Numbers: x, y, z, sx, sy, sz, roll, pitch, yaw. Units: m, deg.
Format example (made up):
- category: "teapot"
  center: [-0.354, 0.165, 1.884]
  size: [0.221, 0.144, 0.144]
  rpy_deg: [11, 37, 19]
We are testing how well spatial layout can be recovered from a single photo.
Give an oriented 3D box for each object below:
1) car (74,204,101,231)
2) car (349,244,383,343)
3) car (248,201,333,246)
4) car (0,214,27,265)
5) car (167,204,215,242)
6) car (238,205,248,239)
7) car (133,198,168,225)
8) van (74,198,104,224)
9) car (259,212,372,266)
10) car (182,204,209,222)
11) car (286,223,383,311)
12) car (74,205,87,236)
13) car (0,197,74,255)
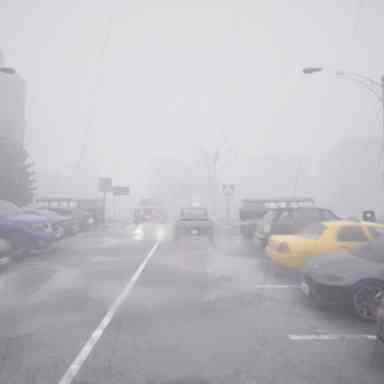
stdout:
- category: "car"
  center: [-7.684, 1.541, 17.664]
  size: [4.792, 1.488, 2.163]
  rpy_deg: [0, 0, 0]
- category: "car"
  center: [4.676, 1.522, 3.864]
  size: [4.674, 1.452, 2.002]
  rpy_deg: [0, 0, 0]
- category: "car"
  center: [4.646, 1.359, 12.364]
  size: [4.553, 1.767, 2.185]
  rpy_deg: [0, 0, 0]
- category: "car"
  center: [-7.623, 1.513, 9.304]
  size: [4.792, 1.488, 2.163]
  rpy_deg: [0, 0, 0]
- category: "car"
  center: [0.095, 1.514, 16.547]
  size: [2.128, 1.511, 4.902]
  rpy_deg: [0, -1, 0]
- category: "car"
  center: [4.682, 1.491, 15.154]
  size: [5.008, 1.535, 2.097]
  rpy_deg: [0, -1, 0]
- category: "car"
  center: [-3.033, 1.435, 25.648]
  size: [2.150, 2.045, 5.566]
  rpy_deg: [0, -2, 0]
- category: "van"
  center: [-7.772, 1.329, 20.453]
  size: [4.442, 1.987, 1.878]
  rpy_deg: [0, -1, 0]
- category: "car"
  center: [4.863, 1.481, 9.446]
  size: [5.366, 1.575, 1.946]
  rpy_deg: [0, 0, 0]
- category: "car"
  center: [0.433, 1.893, 30.505]
  size: [2.128, 1.511, 4.902]
  rpy_deg: [0, -3, 5]
- category: "car"
  center: [4.649, 1.512, 6.654]
  size: [4.792, 1.488, 2.163]
  rpy_deg: [0, 0, 0]
- category: "car"
  center: [-7.653, 1.490, 14.832]
  size: [5.008, 1.535, 2.097]
  rpy_deg: [0, 0, 0]
- category: "car"
  center: [-7.625, 1.234, 12.098]
  size: [5.566, 2.045, 2.435]
  rpy_deg: [0, 0, 0]
